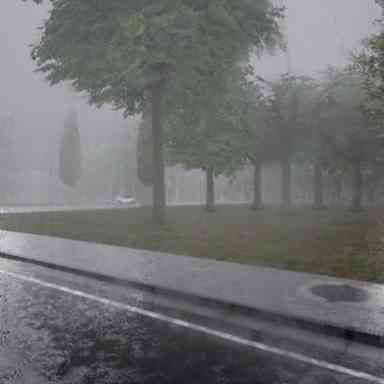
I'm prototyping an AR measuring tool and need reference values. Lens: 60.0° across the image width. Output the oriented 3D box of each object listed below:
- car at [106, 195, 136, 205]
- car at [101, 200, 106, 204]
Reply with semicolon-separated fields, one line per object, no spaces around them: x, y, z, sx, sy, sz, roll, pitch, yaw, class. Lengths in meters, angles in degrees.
-13.457;1.532;65.307;2.150;2.045;5.566;0;0;35;car
-16.136;1.849;67.129;1.895;1.301;4.718;0;0;35;car
